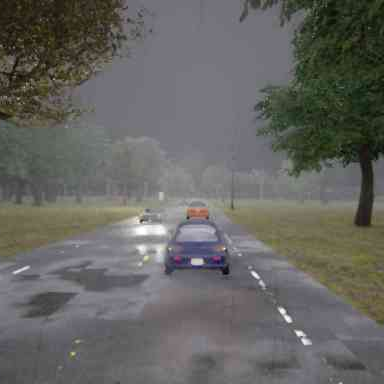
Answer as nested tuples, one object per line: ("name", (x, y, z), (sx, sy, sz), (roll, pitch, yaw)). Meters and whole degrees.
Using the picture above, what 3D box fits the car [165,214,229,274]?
("car", (0.165, 1.662, 10.906), (1.812, 1.442, 4.674), (0, -1, 1))

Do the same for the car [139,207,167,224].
("car", (-3.247, 1.961, 28.293), (1.895, 1.301, 4.718), (0, -1, 1))

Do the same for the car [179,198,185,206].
("car", (-1.825, 2.301, 76.606), (2.097, 1.767, 4.553), (0, -1, 2))

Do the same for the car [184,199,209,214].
("car", (0.599, 1.778, 33.333), (2.097, 1.767, 4.553), (0, -1, 2))
